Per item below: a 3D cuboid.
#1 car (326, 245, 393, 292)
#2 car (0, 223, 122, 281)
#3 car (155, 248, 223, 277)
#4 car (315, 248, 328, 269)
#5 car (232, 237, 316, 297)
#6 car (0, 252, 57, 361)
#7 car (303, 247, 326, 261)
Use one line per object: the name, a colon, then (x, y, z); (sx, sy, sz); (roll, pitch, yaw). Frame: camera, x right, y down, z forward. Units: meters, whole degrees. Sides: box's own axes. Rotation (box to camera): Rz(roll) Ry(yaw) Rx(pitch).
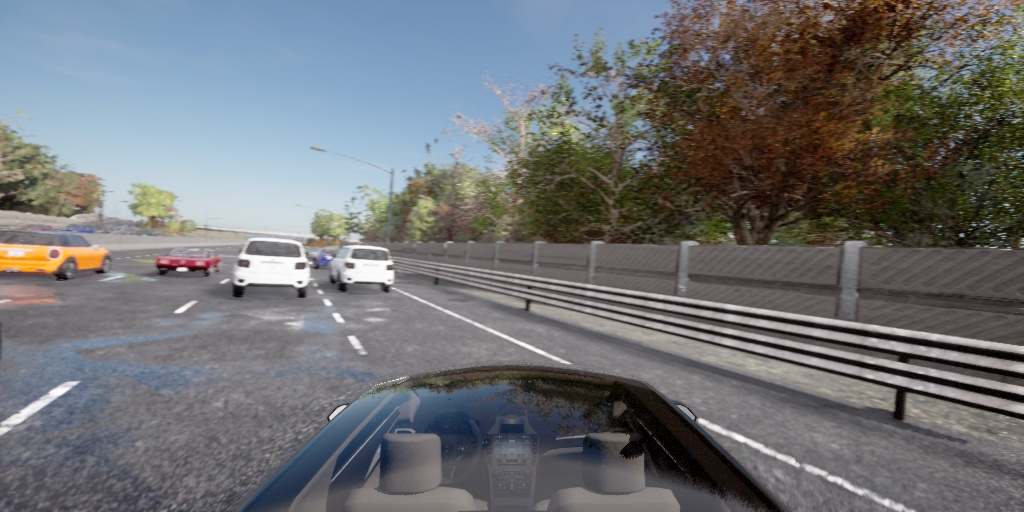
car: (-7.361, 0.527, 17.350); (2.150, 2.045, 5.566); (5, -1, -32)
car: (-17.137, -0.142, 13.384); (2.097, 1.767, 4.553); (5, -1, -32)
car: (-15.892, 0.245, 17.922); (1.895, 1.301, 4.718); (5, -1, -32)
car: (-15.640, 0.128, 30.433); (2.097, 1.767, 4.553); (5, -1, -32)
car: (-9.167, 0.356, 13.862); (2.150, 2.045, 5.566); (5, -1, -32)
car: (-6.063, 0.769, 2.378); (2.128, 1.511, 4.902); (5, -1, -32)
car: (-24.573, -0.245, 44.539); (2.033, 1.411, 5.357); (5, -1, -32)
